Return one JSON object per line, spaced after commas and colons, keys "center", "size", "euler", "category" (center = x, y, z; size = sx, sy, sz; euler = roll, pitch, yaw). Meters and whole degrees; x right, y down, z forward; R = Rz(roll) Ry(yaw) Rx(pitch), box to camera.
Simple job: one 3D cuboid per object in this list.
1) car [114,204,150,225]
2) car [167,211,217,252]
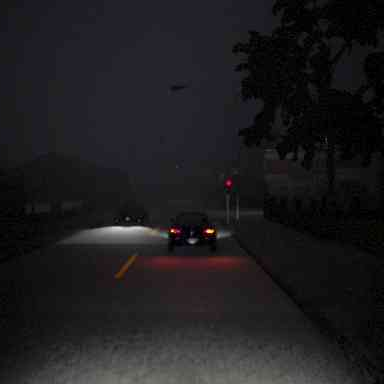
{"center": [-4.127, 1.532, 23.324], "size": [1.994, 1.385, 4.181], "euler": [0, 0, 0], "category": "car"}
{"center": [0.012, 1.504, 13.740], "size": [1.812, 1.442, 4.674], "euler": [0, 0, 0], "category": "car"}
